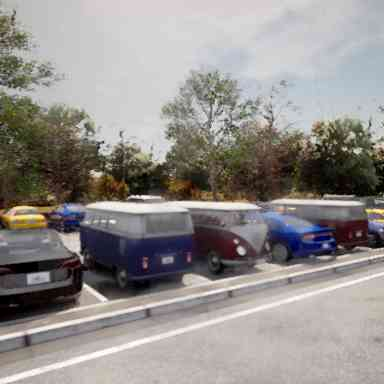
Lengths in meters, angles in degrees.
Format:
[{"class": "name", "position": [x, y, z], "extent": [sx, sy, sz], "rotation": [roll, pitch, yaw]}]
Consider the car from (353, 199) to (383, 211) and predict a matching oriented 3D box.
[{"class": "car", "position": [23.980, 1.702, 43.749], "extent": [2.002, 1.452, 4.674], "rotation": [0, 0, -36]}]

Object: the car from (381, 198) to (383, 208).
[{"class": "car", "position": [30.760, 1.691, 48.583], "extent": [2.231, 1.521, 4.892], "rotation": [0, 0, -36]}]

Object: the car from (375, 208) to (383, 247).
[{"class": "car", "position": [7.384, 1.615, 15.846], "extent": [2.002, 1.452, 4.674], "rotation": [0, 0, -36]}]

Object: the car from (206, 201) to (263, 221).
[{"class": "car", "position": [3.641, 1.590, 29.247], "extent": [2.231, 1.521, 4.892], "rotation": [0, 0, -36]}]

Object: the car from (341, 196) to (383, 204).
[{"class": "car", "position": [11.966, 1.340, 19.078], "extent": [2.435, 2.045, 5.566], "rotation": [0, 0, -36]}]

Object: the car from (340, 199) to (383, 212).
[{"class": "car", "position": [21.722, 1.653, 42.135], "extent": [2.097, 1.535, 5.008], "rotation": [0, 0, -36]}]

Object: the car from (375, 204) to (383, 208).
[{"class": "car", "position": [9.775, 1.580, 17.321], "extent": [1.946, 1.575, 5.366], "rotation": [0, 0, -36]}]

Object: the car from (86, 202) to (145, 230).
[{"class": "car", "position": [-5.389, 1.558, 22.789], "extent": [2.231, 1.521, 4.892], "rotation": [0, 0, -36]}]

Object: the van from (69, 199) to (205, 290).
[{"class": "van", "position": [-1.811, 1.311, 9.425], "extent": [1.878, 1.987, 4.442], "rotation": [0, 0, -36]}]

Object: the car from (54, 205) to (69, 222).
[{"class": "car", "position": [-7.651, 1.546, 21.176], "extent": [2.097, 1.535, 5.008], "rotation": [0, 0, -36]}]

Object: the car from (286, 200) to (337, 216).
[{"class": "car", "position": [12.699, 1.650, 35.667], "extent": [2.163, 1.488, 4.792], "rotation": [0, 0, -36]}]

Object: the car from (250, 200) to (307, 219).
[{"class": "car", "position": [8.270, 1.602, 32.315], "extent": [1.946, 1.575, 5.366], "rotation": [0, 0, -35]}]

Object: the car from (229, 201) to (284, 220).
[{"class": "car", "position": [5.886, 1.626, 30.878], "extent": [2.163, 1.488, 4.792], "rotation": [0, 0, -35]}]

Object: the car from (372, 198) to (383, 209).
[{"class": "car", "position": [28.494, 1.680, 46.980], "extent": [2.097, 1.535, 5.008], "rotation": [0, 0, -36]}]

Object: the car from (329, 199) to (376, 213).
[{"class": "car", "position": [19.460, 1.685, 40.523], "extent": [2.002, 1.452, 4.674], "rotation": [0, 0, -35]}]

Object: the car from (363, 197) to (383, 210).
[{"class": "car", "position": [26.220, 1.545, 45.389], "extent": [2.185, 1.767, 4.553], "rotation": [0, 0, -36]}]

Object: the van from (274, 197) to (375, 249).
[{"class": "van", "position": [5.036, 1.341, 14.311], "extent": [1.878, 1.987, 4.442], "rotation": [0, 0, -36]}]

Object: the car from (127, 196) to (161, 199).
[{"class": "car", "position": [-3.117, 1.314, 24.382], "extent": [2.435, 2.045, 5.566], "rotation": [0, 0, -35]}]

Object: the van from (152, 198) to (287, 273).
[{"class": "van", "position": [0.605, 1.324, 10.862], "extent": [1.878, 1.987, 4.442], "rotation": [0, 0, -36]}]

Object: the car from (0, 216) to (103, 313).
[{"class": "car", "position": [-4.043, 1.553, 7.725], "extent": [2.163, 1.488, 4.792], "rotation": [0, 0, -36]}]

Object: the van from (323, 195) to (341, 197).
[{"class": "van", "position": [17.133, 1.411, 39.010], "extent": [1.878, 1.987, 4.442], "rotation": [0, 0, -35]}]

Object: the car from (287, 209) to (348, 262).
[{"class": "car", "position": [2.825, 1.559, 12.583], "extent": [2.097, 1.535, 5.008], "rotation": [0, 0, -36]}]

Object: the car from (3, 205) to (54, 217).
[{"class": "car", "position": [-10.022, 1.531, 19.718], "extent": [1.946, 1.575, 5.366], "rotation": [0, 0, -35]}]
